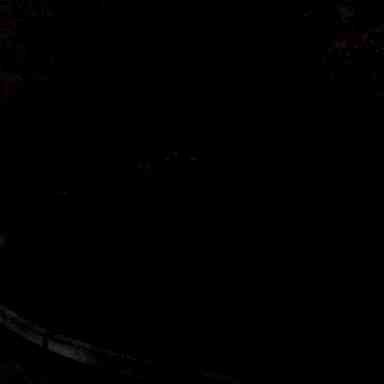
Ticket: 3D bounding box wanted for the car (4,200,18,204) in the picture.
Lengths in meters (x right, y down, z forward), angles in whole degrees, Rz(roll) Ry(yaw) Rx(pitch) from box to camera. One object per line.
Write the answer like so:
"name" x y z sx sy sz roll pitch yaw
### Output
"car" -30.023 1.150 55.347 1.812 1.442 4.674 -2 1 -28
